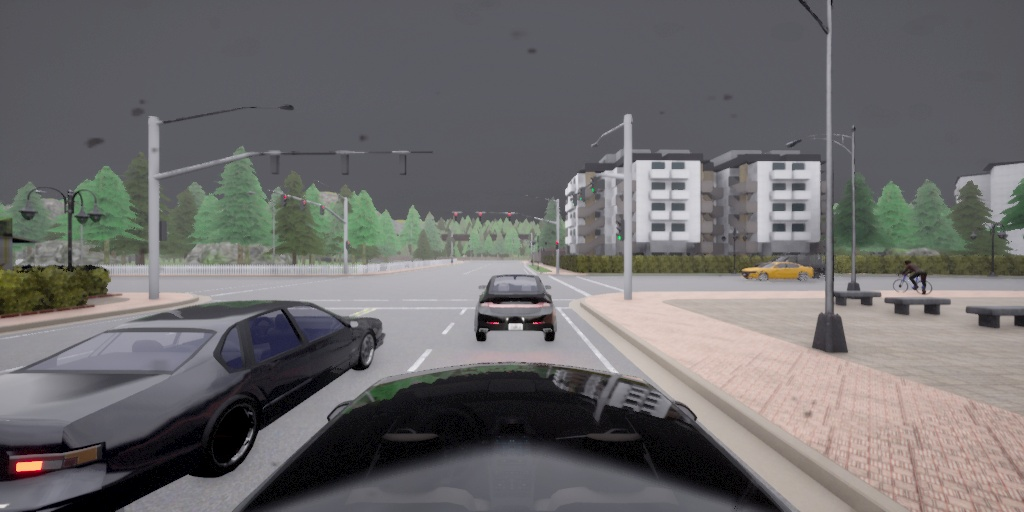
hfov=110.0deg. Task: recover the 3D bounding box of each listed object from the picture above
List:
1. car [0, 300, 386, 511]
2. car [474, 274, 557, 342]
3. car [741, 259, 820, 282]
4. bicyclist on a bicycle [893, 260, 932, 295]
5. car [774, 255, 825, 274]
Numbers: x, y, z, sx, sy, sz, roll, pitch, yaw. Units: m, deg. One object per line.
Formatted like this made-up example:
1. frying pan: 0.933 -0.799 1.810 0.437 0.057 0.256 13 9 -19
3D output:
1. car: -3.444 1.296 4.672 2.033 1.411 5.357 0 0 1
2. car: 0.084 1.238 9.771 2.128 1.511 4.902 0 0 0
3. car: 21.114 1.216 28.667 5.008 1.535 1.882 0 0 1
4. bicyclist on a bicycle: 19.391 1.044 17.395 0.582 1.620 1.656 0 0 -3
5. car: 24.710 0.958 32.098 5.566 2.045 2.150 0 0 3
